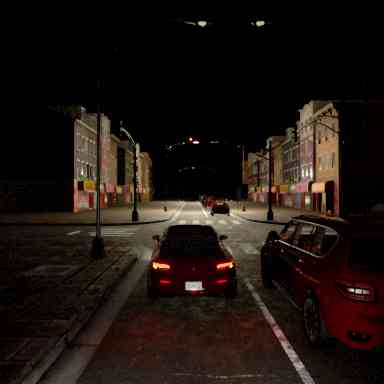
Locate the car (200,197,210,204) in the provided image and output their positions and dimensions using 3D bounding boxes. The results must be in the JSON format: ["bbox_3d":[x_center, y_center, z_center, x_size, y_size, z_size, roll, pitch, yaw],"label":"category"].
[{"bbox_3d":[2.726,1.729,70.629,1.802,1.307,4.206,0,0,0],"label":"car"}]

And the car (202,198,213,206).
[{"bbox_3d":[2.714,1.691,59.755,1.802,1.307,4.206,0,0,0],"label":"car"}]

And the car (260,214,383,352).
[{"bbox_3d":[2.657,1.318,6.138,2.192,1.841,5.009,1,0,0],"label":"car"}]

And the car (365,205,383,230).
[{"bbox_3d":[13.566,1.583,20.717,4.674,1.442,1.812,0,-1,0],"label":"car"}]

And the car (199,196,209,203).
[{"bbox_3d":[2.732,1.719,76.067,2.008,1.369,4.403,0,0,0],"label":"car"}]

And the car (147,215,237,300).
[{"bbox_3d":[-0.041,1.530,8.291,1.812,1.442,4.674,0,0,-2],"label":"car"}]

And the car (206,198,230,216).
[{"bbox_3d":[2.684,1.583,32.568,1.887,1.381,4.507,1,0,0],"label":"car"}]

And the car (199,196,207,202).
[{"bbox_3d":[2.744,1.780,86.942,1.947,1.339,4.313,0,0,0],"label":"car"}]

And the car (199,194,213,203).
[{"bbox_3d":[2.710,1.407,54.318,2.192,1.841,5.009,1,0,0],"label":"car"}]

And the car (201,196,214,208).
[{"bbox_3d":[2.702,1.621,48.880,1.887,1.381,4.507,1,0,0],"label":"car"}]
